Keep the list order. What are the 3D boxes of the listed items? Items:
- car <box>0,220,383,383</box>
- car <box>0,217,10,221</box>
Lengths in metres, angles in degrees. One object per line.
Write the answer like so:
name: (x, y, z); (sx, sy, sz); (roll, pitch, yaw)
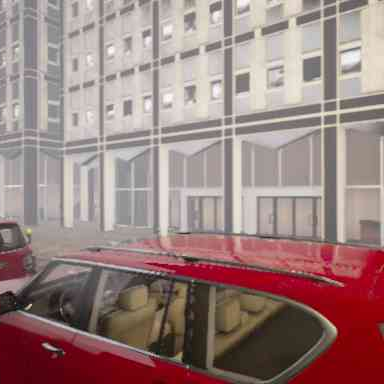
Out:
car: (-0.374, 1.329, 3.136); (5.009, 1.841, 2.192); (0, 0, 36)
car: (-5.012, 1.368, 6.447); (5.009, 1.841, 2.192); (0, 0, 36)
